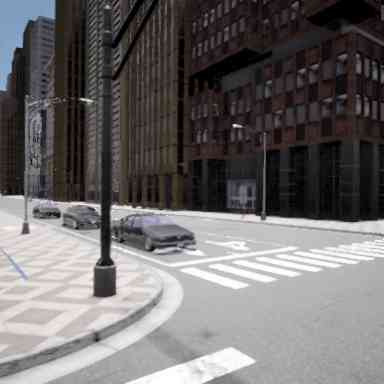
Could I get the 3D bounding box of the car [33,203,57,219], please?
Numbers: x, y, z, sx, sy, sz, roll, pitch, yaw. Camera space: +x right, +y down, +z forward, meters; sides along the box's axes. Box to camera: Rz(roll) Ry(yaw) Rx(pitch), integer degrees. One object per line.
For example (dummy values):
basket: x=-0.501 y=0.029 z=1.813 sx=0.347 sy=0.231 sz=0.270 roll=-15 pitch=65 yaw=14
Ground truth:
car: x=-14.250 y=1.816 z=32.604 sx=2.033 sy=1.411 sz=5.357 roll=1 pitch=-1 yaw=-35

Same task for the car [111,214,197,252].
car: x=-1.972 y=1.712 z=15.176 sx=2.033 sy=1.411 sz=5.357 roll=1 pitch=-1 yaw=-35

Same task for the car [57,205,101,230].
car: x=-7.715 y=1.720 z=23.326 sx=1.837 sy=1.490 sz=4.892 roll=1 pitch=-1 yaw=-35
